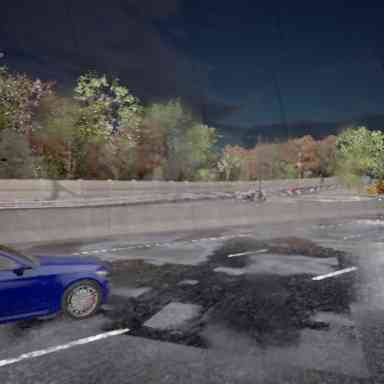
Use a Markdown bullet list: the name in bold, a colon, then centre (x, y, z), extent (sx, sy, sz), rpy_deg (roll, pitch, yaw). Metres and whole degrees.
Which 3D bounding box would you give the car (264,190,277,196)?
- **car**: centre (17.465, 0.343, 73.948), extent (1.882, 1.535, 5.008), rpy_deg (0, 2, 32)

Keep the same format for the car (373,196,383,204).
- **car**: centre (35.123, 1.452, 60.759), extent (4.892, 1.490, 1.837), rpy_deg (0, 0, -37)

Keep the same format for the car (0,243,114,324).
- **car**: centre (-3.648, 1.497, 5.511), extent (4.674, 1.442, 1.812), rpy_deg (0, 0, -37)

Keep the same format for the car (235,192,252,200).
- **car**: centre (9.483, 0.753, 60.545), extent (1.812, 1.442, 4.674), rpy_deg (0, 1, 30)

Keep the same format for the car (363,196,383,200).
- **car**: centre (25.670, 1.307, 45.053), extent (4.553, 1.767, 2.097), rpy_deg (0, 0, -36)

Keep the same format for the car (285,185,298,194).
- **car**: centre (26.028, -0.663, 86.983), extent (2.150, 2.045, 5.566), rpy_deg (0, 3, 35)

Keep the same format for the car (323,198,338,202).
- **car**: centre (22.129, 1.527, 51.122), extent (4.718, 1.301, 1.895), rpy_deg (0, 0, -36)

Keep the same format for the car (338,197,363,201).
- **car**: centre (23.373, 1.465, 47.705), extent (4.674, 1.442, 1.812), rpy_deg (0, 0, -36)
